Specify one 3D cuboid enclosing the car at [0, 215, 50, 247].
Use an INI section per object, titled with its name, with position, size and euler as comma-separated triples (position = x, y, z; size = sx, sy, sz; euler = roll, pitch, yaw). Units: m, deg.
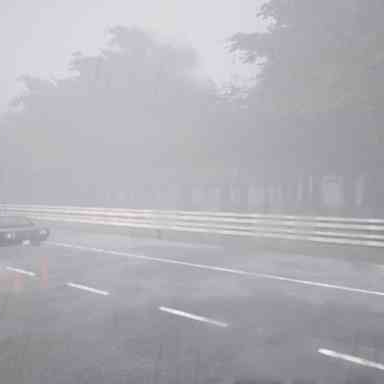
[car]
position = -8.105, 1.634, 13.968
size = 4.718, 1.301, 1.895
euler = 0, 0, 36
